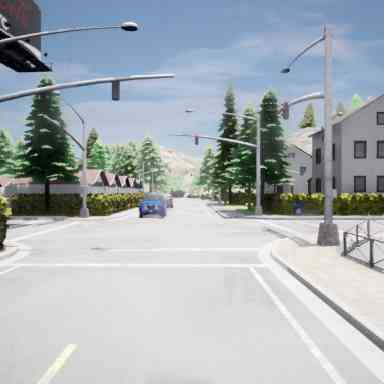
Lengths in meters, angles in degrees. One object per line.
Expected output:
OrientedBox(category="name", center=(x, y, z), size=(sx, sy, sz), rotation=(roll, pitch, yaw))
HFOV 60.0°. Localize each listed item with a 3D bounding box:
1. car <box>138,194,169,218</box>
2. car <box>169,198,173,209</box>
OrientedBox(category="car", center=(-3.486, 1.220, 30.042), size=(2.150, 2.045, 5.566), rotation=(0, 0, -2))
OrientedBox(category="car", center=(-3.600, 1.564, 45.649), size=(1.994, 1.385, 4.181), rotation=(0, 0, 0))
